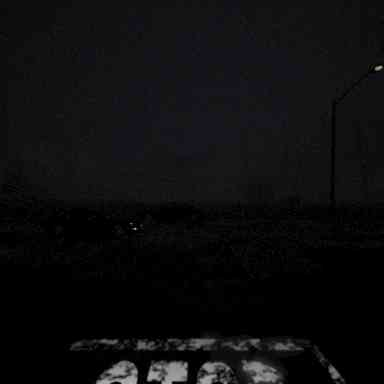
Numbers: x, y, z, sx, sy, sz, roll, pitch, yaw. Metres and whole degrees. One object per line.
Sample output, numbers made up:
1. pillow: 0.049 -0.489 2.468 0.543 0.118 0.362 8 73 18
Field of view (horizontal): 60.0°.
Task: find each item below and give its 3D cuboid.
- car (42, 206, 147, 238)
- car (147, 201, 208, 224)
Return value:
1. car: -5.009 1.475 16.913 4.892 1.490 1.837 0 0 0
2. car: -1.374 1.431 23.884 5.008 1.535 1.882 1 0 0
